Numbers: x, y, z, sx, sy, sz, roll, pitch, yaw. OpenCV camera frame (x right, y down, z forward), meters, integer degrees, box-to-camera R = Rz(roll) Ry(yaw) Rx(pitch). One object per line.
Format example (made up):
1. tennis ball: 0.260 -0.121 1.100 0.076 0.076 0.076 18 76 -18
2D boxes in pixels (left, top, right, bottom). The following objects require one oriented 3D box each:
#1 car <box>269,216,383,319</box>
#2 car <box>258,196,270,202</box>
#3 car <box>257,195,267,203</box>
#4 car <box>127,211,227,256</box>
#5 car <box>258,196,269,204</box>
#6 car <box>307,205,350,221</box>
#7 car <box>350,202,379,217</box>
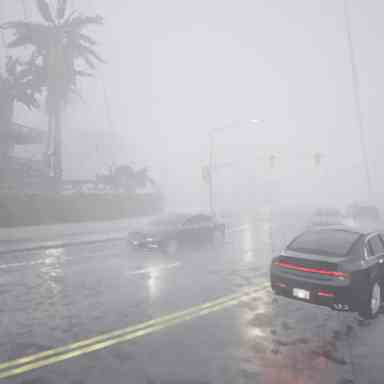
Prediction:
1. car: 3.604 1.535 7.565 1.837 1.490 4.892 0 0 44
2. car: 19.332 1.893 89.403 2.231 1.521 4.892 0 0 23
3. car: 16.736 1.720 78.945 2.185 1.767 4.553 0 0 13
4. car: -0.454 1.583 13.700 1.837 1.490 4.892 0 0 40
5. car: 15.345 1.816 72.671 2.097 1.535 5.008 0 0 13
6. car: 7.990 1.639 19.694 2.033 1.411 5.357 0 0 26
7. car: 14.829 1.583 29.180 1.882 1.535 5.008 0 0 16
